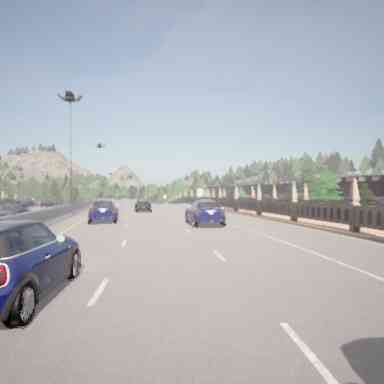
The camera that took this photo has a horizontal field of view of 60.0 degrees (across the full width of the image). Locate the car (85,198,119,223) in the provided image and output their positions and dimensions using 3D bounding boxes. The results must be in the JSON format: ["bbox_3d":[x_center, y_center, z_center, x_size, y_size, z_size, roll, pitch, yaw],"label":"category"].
[{"bbox_3d":[-6.847,1.386,26.137,2.097,1.767,4.553,0,0,-11],"label":"car"}]

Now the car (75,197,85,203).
[{"bbox_3d":[-21.457,1.820,64.799,1.882,1.535,5.008,0,-2,-11],"label":"car"}]

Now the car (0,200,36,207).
[{"bbox_3d":[-14.107,1.624,25.923,2.033,1.411,5.357,0,0,-11],"label":"car"}]

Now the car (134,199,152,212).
[{"bbox_3d":[-5.813,1.521,39.473,2.128,1.511,4.902,0,0,-11],"label":"car"}]

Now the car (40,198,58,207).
[{"bbox_3d":[-22.889,1.694,53.387,1.994,1.385,4.181,0,0,-10],"label":"car"}]

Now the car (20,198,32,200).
[{"bbox_3d":[-26.285,1.698,52.568,2.033,1.411,5.357,0,0,-10],"label":"car"}]

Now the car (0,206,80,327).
[{"bbox_3d":[-3.923,1.369,7.126,2.097,1.767,4.553,0,0,-5],"label":"car"}]

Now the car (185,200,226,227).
[{"bbox_3d":[0.824,1.341,23.093,2.097,1.767,4.553,0,0,-10],"label":"car"}]
